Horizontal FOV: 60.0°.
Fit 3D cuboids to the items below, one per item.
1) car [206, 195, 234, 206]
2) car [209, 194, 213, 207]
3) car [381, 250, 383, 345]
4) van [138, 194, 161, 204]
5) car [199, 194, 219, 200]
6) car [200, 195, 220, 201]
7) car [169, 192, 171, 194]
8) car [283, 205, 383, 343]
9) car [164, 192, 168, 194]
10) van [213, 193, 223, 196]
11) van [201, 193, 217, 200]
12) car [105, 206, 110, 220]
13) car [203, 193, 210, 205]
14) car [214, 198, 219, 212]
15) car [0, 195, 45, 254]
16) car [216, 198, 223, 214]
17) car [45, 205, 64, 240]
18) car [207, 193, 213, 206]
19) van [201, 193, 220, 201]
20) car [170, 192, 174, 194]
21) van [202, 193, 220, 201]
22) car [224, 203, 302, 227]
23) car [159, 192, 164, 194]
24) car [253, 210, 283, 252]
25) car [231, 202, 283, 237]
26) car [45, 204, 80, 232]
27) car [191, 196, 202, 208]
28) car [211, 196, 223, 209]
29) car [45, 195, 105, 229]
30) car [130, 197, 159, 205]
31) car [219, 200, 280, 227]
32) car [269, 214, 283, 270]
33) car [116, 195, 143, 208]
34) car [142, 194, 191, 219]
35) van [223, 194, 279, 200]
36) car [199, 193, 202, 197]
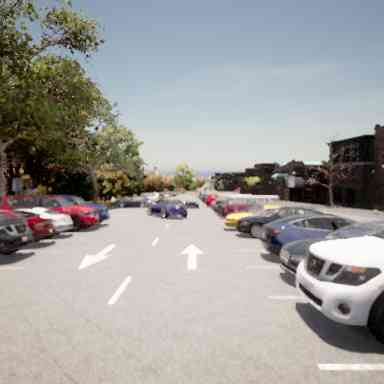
[{"bbox_3d":[4.667,1.398,56.104,4.553,1.767,2.185,0,0,0],"label":"car"},{"bbox_3d":[4.681,1.372,39.284,4.553,1.767,2.185,0,0,0],"label":"car"},{"bbox_3d":[4.748,1.475,2.845,5.008,1.535,2.097,0,0,0],"label":"car"},{"bbox_3d":[-8.508,1.316,66.742,4.442,1.987,1.878,0,0,0],"label":"van"},{"bbox_3d":[4.850,1.438,95.359,5.366,1.575,1.946,0,0,0],"label":"car"},{"bbox_3d":[4.677,1.494,86.950,5.008,1.535,2.097,0,0,0],"label":"car"},{"bbox_3d":[-8.400,1.514,83.402,5.008,1.535,2.097,0,0,0],"label":"car"},{"bbox_3d":[4.712,1.219,5.648,5.566,2.045,2.435,0,0,0],"label":"car"},{"bbox_3d":[-8.422,1.294,69.518,5.566,2.045,2.435,0,0,0],"label":"car"},{"bbox_3d":[4.831,1.267,36.481,4.442,1.987,1.878,0,0,0],"label":"van"},{"bbox_3d":[4.553,1.251,89.751,4.442,1.987,1.878,0,0,0],"label":"van"},{"bbox_3d":[-8.325,1.219,22.089,5.566,2.045,2.435,0,0,0],"label":"car"},{"bbox_3d":[4.733,1.259,47.694,5.566,2.045,2.435,0,0,0],"label":"car"},{"bbox_3d":[4.748,1.514,30.874,4.792,1.488,2.163,0,0,0],"label":"car"},{"bbox_3d":[-8.315,1.213,11.071,5.566,2.045,2.435,0,0,0],"label":"car"},{"bbox_3d":[4.751,1.509,28.071,4.792,1.488,2.163,0,0,0],"label":"car"},{"bbox_3d":[-8.341,1.464,13.858,5.008,1.535,2.097,0,0,0],"label":"car"},{"bbox_3d":[4.739,1.381,44.891,4.553,1.767,2.185,0,0,0],"label":"car"},{"bbox_3d":[4.560,1.297,81.339,4.442,1.987,1.878,0,0,0],"label":"van"},{"bbox_3d":[-8.381,1.230,88.953,5.566,2.045,2.435,0,0,0],"label":"car"},{"bbox_3d":[4.791,1.285,84.141,4.442,1.987,1.878,0,0,0],"label":"van"},{"bbox_3d":[4.697,1.500,22.464,4.792,1.488,2.163,0,0,0],"label":"car"},{"bbox_3d":[-8.415,1.281,61.191,5.566,2.045,2.435,0,0,0],"label":"car"},{"bbox_3d":[4.765,1.493,11.253,4.792,1.488,2.163,0,0,0],"label":"car"},{"bbox_3d":[4.736,1.463,16.861,5.008,1.535,2.097,0,0,0],"label":"car"},{"bbox_3d":[-8.346,1.504,16.519,4.674,1.452,2.002,0,0,0],"label":"car"},{"bbox_3d":[0.061,1.631,47.163,1.895,1.301,4.718,0,0,0],"label":"car"},{"bbox_3d":[4.722,1.488,33.678,5.008,1.535,2.097,0,0,0],"label":"car"},{"bbox_3d":[-8.322,1.215,19.427,5.566,2.045,2.435,0,0,0],"label":"car"},{"bbox_3d":[-8.355,1.558,58.416,4.792,1.488,2.163,0,0,0],"label":"car"},{"bbox_3d":[4.543,1.463,19.661,5.366,1.575,1.946,0,0,0],"label":"car"},{"bbox_3d":[4.743,1.467,8.456,4.892,1.521,2.231,0,0,0],"label":"car"},{"bbox_3d":[-8.380,1.512,47.311,4.892,1.521,2.231,0,0,0],"label":"car"},{"bbox_3d":[-2.349,1.355,29.804,2.097,1.767,4.553,0,0,-31],"label":"car"},{"bbox_3d":[4.841,1.249,25.268,4.442,1.987,1.878,0,0,0],"label":"van"},{"bbox_3d":[4.716,1.291,67.318,5.566,2.045,2.435,0,0,0],"label":"car"}]
